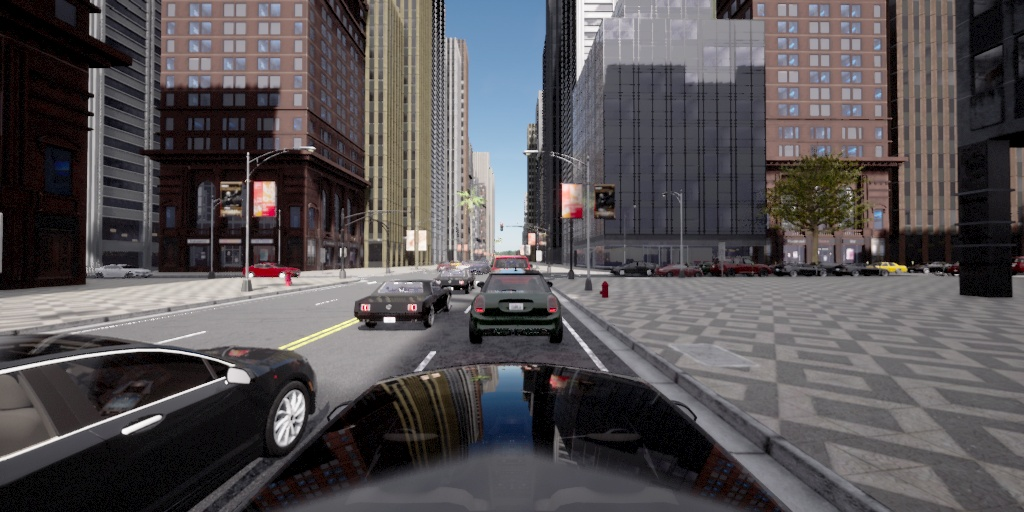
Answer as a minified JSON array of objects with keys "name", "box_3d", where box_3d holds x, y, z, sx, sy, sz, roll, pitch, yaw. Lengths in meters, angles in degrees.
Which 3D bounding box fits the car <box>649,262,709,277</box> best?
[{"name":"car","box_3d":[15.259,1.353,32.862,4.207,1.307,1.802,0,0,-1]}]

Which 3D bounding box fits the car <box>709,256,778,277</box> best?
[{"name":"car","box_3d":[20.897,1.066,32.960,5.009,1.841,2.192,0,0,-1]}]

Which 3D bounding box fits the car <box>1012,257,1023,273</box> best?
[{"name":"car","box_3d":[49.085,0.999,33.449,5.009,1.841,2.192,0,0,-1]}]

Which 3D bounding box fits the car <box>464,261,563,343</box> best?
[{"name":"car","box_3d":[0.082,1.115,9.846,2.097,1.767,4.553,0,0,0]}]

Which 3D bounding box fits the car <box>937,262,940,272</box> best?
[{"name":"car","box_3d":[46.387,1.323,35.975,4.718,1.301,1.895,0,-1,-1]}]

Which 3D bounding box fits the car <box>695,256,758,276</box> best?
[{"name":"car","box_3d":[23.076,1.040,38.784,5.566,2.045,2.150,0,-1,-2]}]

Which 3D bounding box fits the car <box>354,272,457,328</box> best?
[{"name":"car","box_3d":[-3.166,1.369,11.494,1.895,1.301,4.718,0,0,0]}]

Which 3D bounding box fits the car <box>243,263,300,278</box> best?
[{"name":"car","box_3d":[-23.268,1.435,34.821,5.008,1.535,1.882,0,-1,1]}]

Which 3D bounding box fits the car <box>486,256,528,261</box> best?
[{"name":"car","box_3d":[-0.033,1.018,19.367,2.150,2.045,5.566,0,0,0]}]

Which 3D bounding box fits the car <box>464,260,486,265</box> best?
[{"name":"car","box_3d":[-3.657,1.499,43.736,2.033,1.411,5.357,0,0,14]}]

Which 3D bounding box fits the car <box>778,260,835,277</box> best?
[{"name":"car","box_3d":[26.534,1.301,33.057,4.313,1.339,1.948,0,0,-1]}]

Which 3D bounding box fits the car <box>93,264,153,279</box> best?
[{"name":"car","box_3d":[-37.758,1.549,34.807,4.674,1.442,1.812,0,-1,0]}]

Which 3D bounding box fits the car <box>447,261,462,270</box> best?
[{"name":"car","box_3d":[-9.929,1.570,62.203,1.882,1.535,5.008,0,0,0]}]

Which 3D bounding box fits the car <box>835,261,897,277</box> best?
[{"name":"car","box_3d":[32.171,1.286,33.155,4.313,1.339,1.948,0,0,-1]}]

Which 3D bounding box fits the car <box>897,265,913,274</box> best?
[{"name":"car","box_3d":[43.135,1.328,41.872,4.829,1.417,1.751,0,0,-1]}]

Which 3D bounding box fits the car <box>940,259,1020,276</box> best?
[{"name":"car","box_3d":[43.447,1.240,33.351,4.507,1.381,1.888,0,0,-1]}]

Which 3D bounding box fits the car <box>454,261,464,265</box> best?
[{"name":"car","box_3d":[-6.689,1.612,51.810,1.895,1.301,4.718,0,0,0]}]

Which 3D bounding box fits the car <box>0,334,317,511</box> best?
[{"name":"car","box_3d":[-3.151,1.255,2.173,1.837,1.490,4.892,0,0,0]}]

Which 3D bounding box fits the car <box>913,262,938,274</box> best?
[{"name":"car","box_3d":[48.944,1.358,41.973,4.313,1.339,1.948,0,0,-1]}]

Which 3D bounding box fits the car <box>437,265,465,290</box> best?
[{"name":"car","box_3d":[-3.186,1.403,20.662,1.895,1.301,4.718,0,0,0]}]

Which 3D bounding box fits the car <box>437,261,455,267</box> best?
[{"name":"car","box_3d":[-9.934,1.546,53.065,1.812,1.442,4.674,0,0,-3]}]

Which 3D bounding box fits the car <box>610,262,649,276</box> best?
[{"name":"car","box_3d":[13.037,1.356,38.599,4.892,1.490,1.837,0,-1,-1]}]
